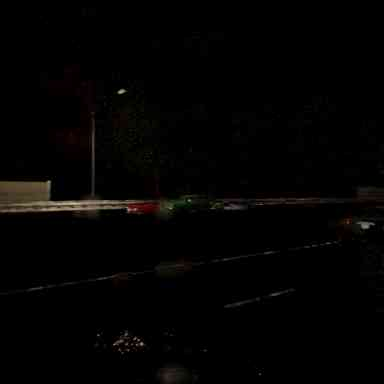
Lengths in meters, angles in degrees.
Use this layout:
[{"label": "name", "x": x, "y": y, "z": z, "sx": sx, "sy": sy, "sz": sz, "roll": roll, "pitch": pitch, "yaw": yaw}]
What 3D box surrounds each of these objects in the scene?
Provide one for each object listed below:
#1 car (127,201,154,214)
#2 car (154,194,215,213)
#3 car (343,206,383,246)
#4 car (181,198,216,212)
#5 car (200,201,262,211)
[{"label": "car", "x": -3.827, "y": 1.541, "z": 31.344, "sx": 4.674, "sy": 1.442, "sz": 1.812, "roll": 0, "pitch": 0, "yaw": -35}, {"label": "car", "x": -0.195, "y": 1.238, "z": 29.640, "sx": 5.566, "sy": 2.045, "sz": 2.150, "roll": 0, "pitch": 0, "yaw": -35}, {"label": "car", "x": 8.498, "y": 1.367, "z": 14.233, "sx": 4.553, "sy": 1.767, "sz": 2.097, "roll": 0, "pitch": 0, "yaw": -36}, {"label": "car", "x": 1.889, "y": 1.522, "z": 26.827, "sx": 4.892, "sy": 1.490, "sz": 1.837, "roll": 0, "pitch": 0, "yaw": -35}, {"label": "car", "x": 3.464, "y": 1.564, "z": 23.656, "sx": 5.357, "sy": 1.411, "sz": 2.033, "roll": 0, "pitch": 0, "yaw": -35}]
